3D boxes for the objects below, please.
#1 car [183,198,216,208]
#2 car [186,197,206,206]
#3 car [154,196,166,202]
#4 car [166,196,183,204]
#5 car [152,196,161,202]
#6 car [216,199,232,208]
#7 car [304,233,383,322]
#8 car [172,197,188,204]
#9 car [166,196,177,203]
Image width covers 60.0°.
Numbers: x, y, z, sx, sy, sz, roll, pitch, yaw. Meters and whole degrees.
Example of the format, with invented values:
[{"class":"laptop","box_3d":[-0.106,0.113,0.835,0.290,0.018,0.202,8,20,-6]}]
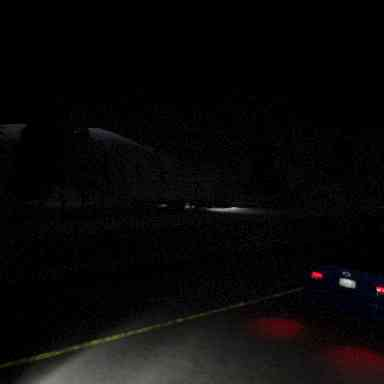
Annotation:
[{"class":"car","box_3d":[1.131,1.663,50.843,2.128,1.511,4.902,0,0,-28]},{"class":"car","box_3d":[0.665,1.725,59.971,1.812,1.442,4.674,0,0,-22]},{"class":"car","box_3d":[-5.679,1.685,67.147,2.128,1.511,4.902,0,0,-18]},{"class":"car","box_3d":[-2.671,1.744,58.905,1.994,1.385,4.181,0,0,-21]},{"class":"car","box_3d":[-9.238,1.766,87.474,2.033,1.411,5.357,0,0,-3]},{"class":"car","box_3d":[4.438,1.755,52.097,1.994,1.385,4.181,0,0,-29]},{"class":"car","box_3d":[4.647,1.592,7.051,5.357,1.411,2.033,0,0,-36]},{"class":"car","box_3d":[-2.607,1.761,68.976,2.033,1.411,5.357,0,0,-18]},{"class":"car","box_3d":[-4.855,1.761,79.132,2.128,1.511,4.902,0,0,-10]}]
